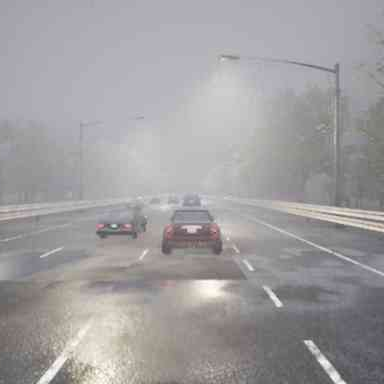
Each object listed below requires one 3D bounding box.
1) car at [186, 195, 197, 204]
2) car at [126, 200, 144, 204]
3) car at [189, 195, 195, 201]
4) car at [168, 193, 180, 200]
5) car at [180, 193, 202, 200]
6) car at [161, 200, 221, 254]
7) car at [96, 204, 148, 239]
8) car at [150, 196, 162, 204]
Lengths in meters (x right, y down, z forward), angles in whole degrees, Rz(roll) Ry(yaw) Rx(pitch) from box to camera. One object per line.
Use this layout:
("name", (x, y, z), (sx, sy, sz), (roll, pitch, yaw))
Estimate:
("car", (-0.016, 1.461, 65.059), (2.097, 1.767, 4.553), (0, 0, 0))
("car", (-7.009, 1.630, 40.949), (1.994, 1.385, 4.181), (0, 0, 0))
("car", (-0.020, 1.703, 94.912), (1.812, 1.442, 4.674), (0, 0, 0))
("car", (-3.516, 1.461, 65.121), (2.097, 1.767, 4.553), (0, 0, 0))
("car", (-0.010, 1.287, 40.897), (2.150, 2.045, 5.566), (0, 0, 0))
("car", (-0.004, 1.372, 13.767), (2.097, 1.767, 4.553), (0, 0, 0))
("car", (-3.506, 1.574, 17.477), (2.033, 1.411, 5.357), (0, 0, 0))
("car", (-7.016, 1.617, 65.252), (1.837, 1.490, 4.892), (0, 0, 0))
